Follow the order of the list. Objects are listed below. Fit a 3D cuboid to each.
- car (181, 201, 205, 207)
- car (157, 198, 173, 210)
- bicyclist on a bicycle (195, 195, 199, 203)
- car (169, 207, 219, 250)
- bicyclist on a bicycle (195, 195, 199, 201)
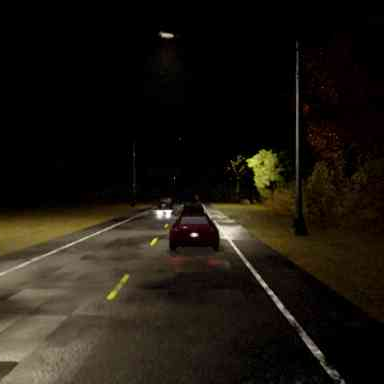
[{"bbox_3d":[0.102,1.542,29.825,1.837,1.490,4.892,0,0,0],"label":"car"},{"bbox_3d":[-3.566,1.542,44.364,2.128,1.511,4.902,0,0,0],"label":"car"},{"bbox_3d":[0.996,1.505,71.613,0.866,1.612,1.509,0,0,0],"label":"bicyclist on a bicycle"},{"bbox_3d":[0.092,1.583,14.497,1.994,1.385,4.181,0,0,0],"label":"car"},{"bbox_3d":[0.994,1.430,62.612,0.659,1.776,1.843,0,0,0],"label":"bicyclist on a bicycle"}]
